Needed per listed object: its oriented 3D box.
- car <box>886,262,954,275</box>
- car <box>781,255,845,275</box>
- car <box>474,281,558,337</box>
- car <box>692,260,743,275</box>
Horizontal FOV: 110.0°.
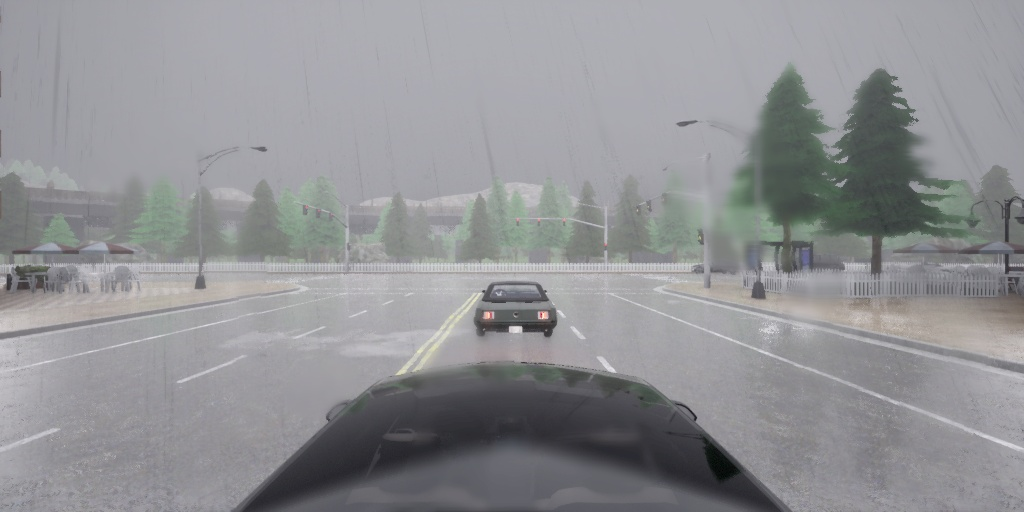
[{"bbox_3d":[41.808,1.295,36.746,4.718,1.301,1.895,0,0,10],"label":"car"},{"bbox_3d":[31.523,0.916,37.585,5.566,2.045,2.150,0,0,1],"label":"car"},{"bbox_3d":[0.074,1.351,10.216,1.895,1.301,4.718,0,0,0],"label":"car"},{"bbox_3d":[21.489,1.186,37.649,4.902,1.511,2.128,0,0,0],"label":"car"}]
